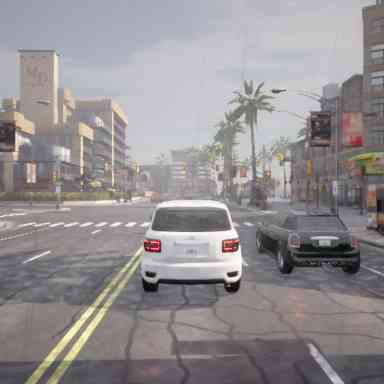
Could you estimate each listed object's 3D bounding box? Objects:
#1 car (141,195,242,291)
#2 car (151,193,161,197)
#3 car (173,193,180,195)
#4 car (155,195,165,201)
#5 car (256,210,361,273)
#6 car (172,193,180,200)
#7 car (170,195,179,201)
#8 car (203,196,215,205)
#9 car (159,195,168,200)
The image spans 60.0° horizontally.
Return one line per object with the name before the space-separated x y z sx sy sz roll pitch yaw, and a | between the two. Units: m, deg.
car | -0.018 1.221 9.110 2.150 2.045 5.566 0 0 0
car | -7.733 1.224 72.821 2.150 2.045 5.566 0 0 -1
car | -4.233 1.539 72.837 2.033 1.411 5.357 0 0 -1
car | -7.832 1.524 82.544 2.128 1.511 4.902 0 0 -1
car | 3.475 1.352 10.849 2.097 1.767 4.553 0 0 0
car | -4.448 1.224 93.130 2.150 2.045 5.566 0 0 -1
car | -4.332 1.499 82.560 1.837 1.490 4.892 0 0 -1
car | 2.946 1.477 58.358 1.882 1.535 5.008 0 0 1
car | -7.941 1.538 92.883 2.033 1.411 5.357 0 0 -1
